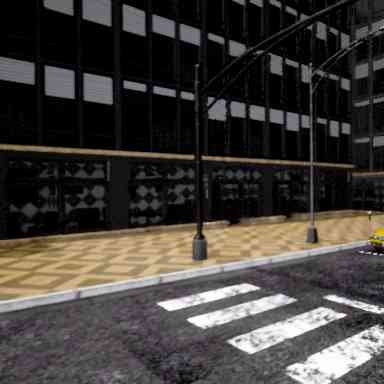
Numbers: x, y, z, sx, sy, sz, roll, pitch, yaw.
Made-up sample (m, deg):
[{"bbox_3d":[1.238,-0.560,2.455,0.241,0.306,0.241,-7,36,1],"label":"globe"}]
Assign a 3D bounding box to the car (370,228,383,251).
[{"bbox_3d":[8.767,1.524,12.998,4.829,1.417,1.752,0,-1,-35],"label":"car"}]
